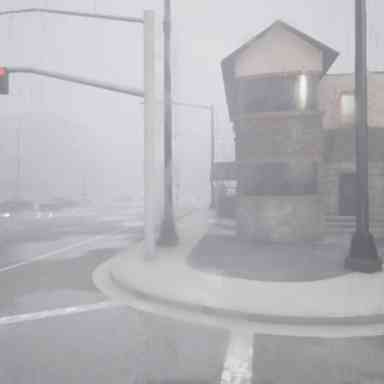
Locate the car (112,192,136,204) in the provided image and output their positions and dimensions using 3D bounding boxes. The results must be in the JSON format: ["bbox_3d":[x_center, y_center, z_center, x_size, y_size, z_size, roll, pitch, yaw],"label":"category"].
[{"bbox_3d":[-11.267,1.152,54.571,2.033,1.411,5.357,0,-1,9],"label":"car"}]

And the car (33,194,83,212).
[{"bbox_3d":[-14.135,1.257,35.551,2.033,1.411,5.357,0,1,9],"label":"car"}]

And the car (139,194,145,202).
[{"bbox_3d":[-9.291,1.196,67.435,2.097,1.767,4.553,0,-1,8],"label":"car"}]

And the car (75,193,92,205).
[{"bbox_3d":[-15.990,0.956,46.818,2.097,1.767,4.553,0,0,9],"label":"car"}]

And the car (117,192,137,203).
[{"bbox_3d":[-12.963,1.057,66.547,2.150,2.045,5.566,0,-1,8],"label":"car"}]

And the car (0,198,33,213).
[{"bbox_3d":[-17.919,1.346,33.904,1.994,1.385,4.181,0,1,8],"label":"car"}]
